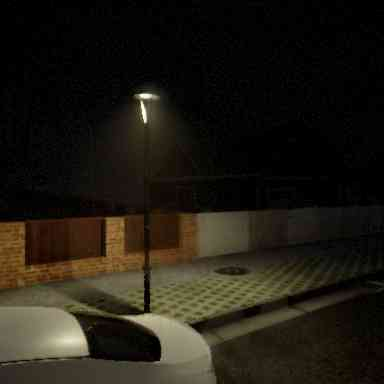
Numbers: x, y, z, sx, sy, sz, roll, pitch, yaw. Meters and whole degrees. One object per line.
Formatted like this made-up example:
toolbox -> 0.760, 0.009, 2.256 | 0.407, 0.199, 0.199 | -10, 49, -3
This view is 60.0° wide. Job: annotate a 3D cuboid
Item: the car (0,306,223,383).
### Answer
car -> -1.844, 1.527, 1.699 | 4.674, 1.442, 1.812 | 0, 0, -36
